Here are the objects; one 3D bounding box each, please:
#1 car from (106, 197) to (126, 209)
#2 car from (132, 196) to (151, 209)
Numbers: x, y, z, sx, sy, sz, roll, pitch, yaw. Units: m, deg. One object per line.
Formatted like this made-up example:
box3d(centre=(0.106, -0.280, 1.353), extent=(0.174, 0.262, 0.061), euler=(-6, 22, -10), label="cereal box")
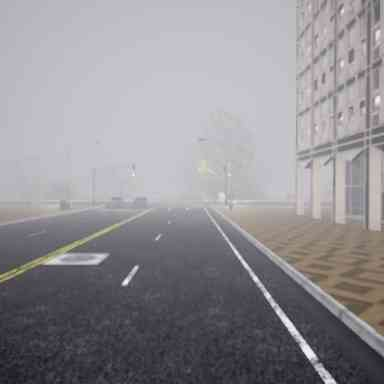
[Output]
box3d(centre=(-9.763, 1.359, 43.281), extent=(1.812, 1.442, 4.674), euler=(0, 0, 0), label="car")
box3d(centre=(-6.517, 1.312, 42.956), extent=(1.882, 1.535, 5.008), euler=(0, 0, 0), label="car")
